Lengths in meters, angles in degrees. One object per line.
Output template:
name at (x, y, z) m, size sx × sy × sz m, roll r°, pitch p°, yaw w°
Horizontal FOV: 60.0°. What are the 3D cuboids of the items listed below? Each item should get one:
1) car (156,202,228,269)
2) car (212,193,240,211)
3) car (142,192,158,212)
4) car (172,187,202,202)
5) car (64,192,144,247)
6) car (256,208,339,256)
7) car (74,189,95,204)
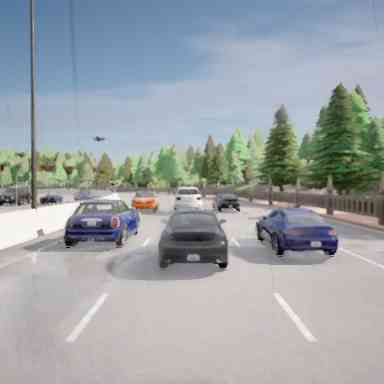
car at (0.040, 1.282, 10.360) m, size 1.837 × 1.490 × 4.892 m, roll 0°, pitch 1°, yaw 0°
car at (2.937, 0.881, 29.358) m, size 1.837 × 1.490 × 4.892 m, roll 0°, pitch 1°, yaw -5°
car at (-4.045, 0.744, 28.799) m, size 2.097 × 1.767 × 4.553 m, roll 0°, pitch 1°, yaw -5°
car at (-0.438, 0.625, 28.113) m, size 2.150 × 2.045 × 5.566 m, roll 0°, pitch 1°, yaw -4°
car at (-3.458, 1.064, 13.593) m, size 2.097 × 1.767 × 4.553 m, roll 0°, pitch 1°, yaw 0°
car at (3.543, 1.272, 11.801) m, size 1.812 × 1.442 × 4.674 m, roll 0°, pitch 1°, yaw 0°
car at (-13.298, 0.486, 41.259) m, size 2.097 × 1.767 × 4.553 m, roll 0°, pitch 1°, yaw -13°
